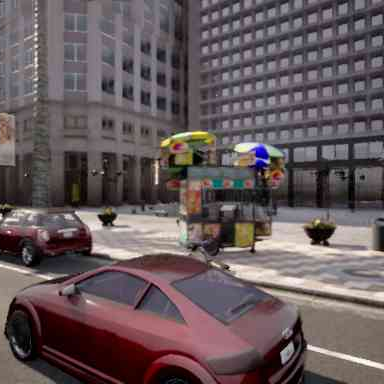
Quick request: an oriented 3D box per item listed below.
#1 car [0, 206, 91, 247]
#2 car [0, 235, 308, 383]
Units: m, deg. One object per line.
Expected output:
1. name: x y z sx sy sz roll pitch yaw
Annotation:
1. car: -5.619 1.351 11.679 4.553 1.767 2.185 0 0 36
2. car: -0.680 1.563 4.474 4.181 1.385 1.994 0 0 35
